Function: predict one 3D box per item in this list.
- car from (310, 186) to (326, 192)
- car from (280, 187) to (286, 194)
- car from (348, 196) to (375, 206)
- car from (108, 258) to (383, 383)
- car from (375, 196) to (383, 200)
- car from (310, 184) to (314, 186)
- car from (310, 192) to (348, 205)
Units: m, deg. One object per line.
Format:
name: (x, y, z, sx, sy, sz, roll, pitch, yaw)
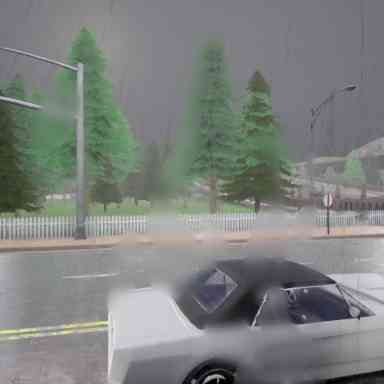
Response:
car: (23.074, 0.439, 59.345, 1.882, 1.535, 5.008, 0, 6, -15)
car: (17.513, -0.617, 66.494, 2.097, 1.767, 4.553, 0, 7, -15)
car: (22.894, 1.340, 46.840, 1.994, 1.385, 4.181, 0, 3, -16)
car: (1.328, 1.601, 4.378, 4.718, 1.301, 1.895, 0, 0, -14)
car: (26.774, 1.327, 45.973, 1.882, 1.535, 5.008, 0, 2, -16)
car: (25.944, -1.239, 75.398, 2.128, 1.511, 4.902, 0, 7, -16)
car: (19.084, 1.251, 47.448, 2.033, 1.411, 5.357, 0, 3, -16)
